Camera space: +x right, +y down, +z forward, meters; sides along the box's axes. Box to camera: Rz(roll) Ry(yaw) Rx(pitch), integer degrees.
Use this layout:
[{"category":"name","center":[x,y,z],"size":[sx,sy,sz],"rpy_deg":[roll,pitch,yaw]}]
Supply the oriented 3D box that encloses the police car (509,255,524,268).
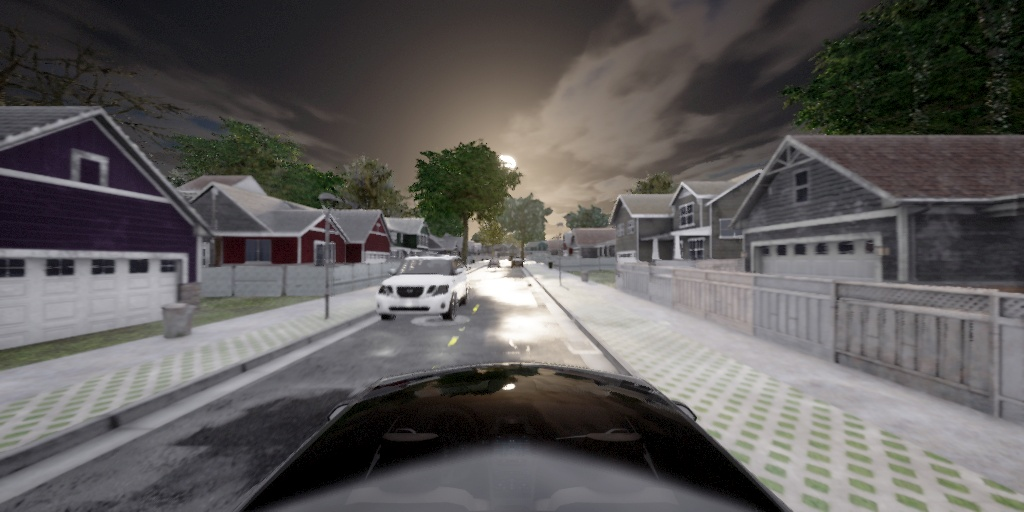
[{"category":"police car","center":[0.833,1.007,55.513],"size":[1.930,1.638,5.238],"rpy_deg":[0,0,0]}]

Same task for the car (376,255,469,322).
[{"category":"car","center":[-2.848,0.965,12.662],"size":[2.150,2.045,5.566],"rpy_deg":[0,0,0]}]

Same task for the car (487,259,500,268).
[{"category":"car","center":[-2.785,1.126,56.294],"size":[2.033,1.411,5.357],"rpy_deg":[0,0,1]}]
